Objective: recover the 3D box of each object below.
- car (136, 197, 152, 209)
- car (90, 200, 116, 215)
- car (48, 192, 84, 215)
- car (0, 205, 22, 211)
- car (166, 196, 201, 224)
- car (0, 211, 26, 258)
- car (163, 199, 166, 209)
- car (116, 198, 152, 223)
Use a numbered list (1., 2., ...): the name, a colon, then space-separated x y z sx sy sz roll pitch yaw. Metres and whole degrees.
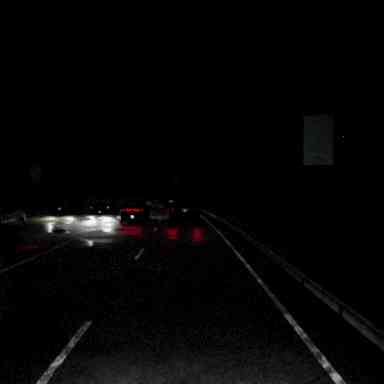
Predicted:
1. car: -6.112 1.377 41.734 1.895 1.301 4.718 0 0 -9
2. car: -8.437 1.441 31.807 1.895 1.301 4.718 0 0 -6
3. car: -11.966 1.050 32.035 2.150 2.045 5.566 0 1 -6
4. car: -10.834 1.455 18.253 1.812 1.442 4.674 0 0 -2
5. car: -0.585 1.247 23.811 2.097 1.767 4.553 0 0 -3
6. car: -7.103 1.519 9.905 2.033 1.411 5.357 0 0 0
7. car: -2.489 1.276 41.120 2.128 1.511 4.902 0 0 -9
8. car: -4.132 1.392 24.561 1.837 1.490 4.892 0 0 -4
